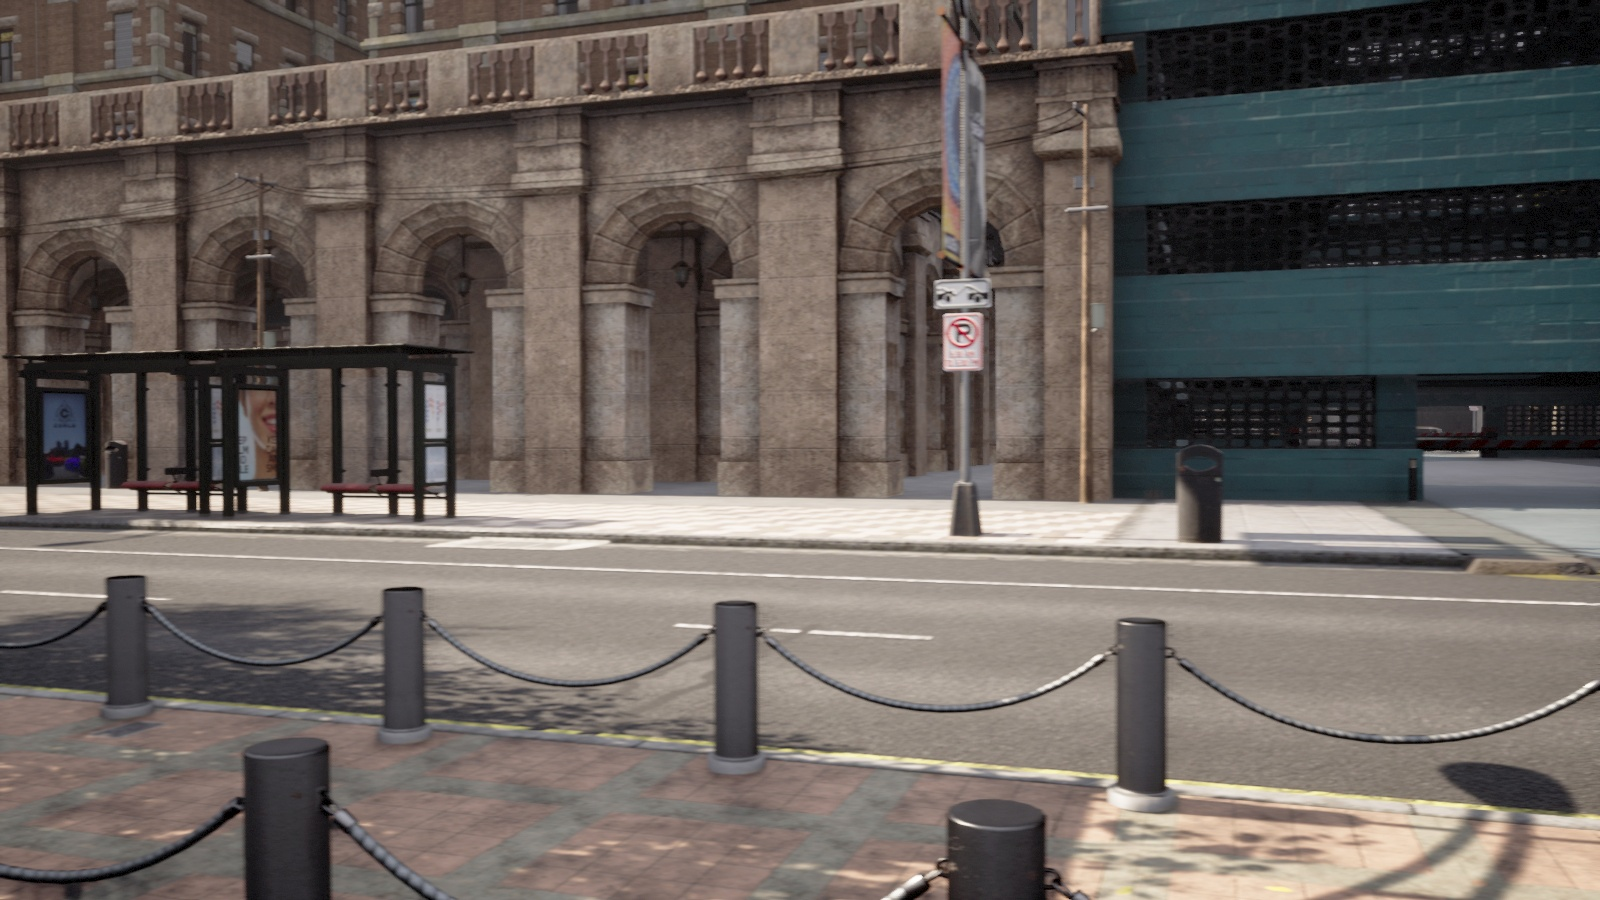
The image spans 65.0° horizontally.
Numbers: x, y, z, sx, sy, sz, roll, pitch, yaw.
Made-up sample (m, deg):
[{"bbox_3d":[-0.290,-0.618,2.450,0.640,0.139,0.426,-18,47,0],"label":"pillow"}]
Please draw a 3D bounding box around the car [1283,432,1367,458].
[{"bbox_3d":[31.583,-0.320,75.643,4.514,1.525,2.007,1,1,18],"label":"car"}]

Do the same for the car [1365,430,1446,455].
[{"bbox_3d":[40.335,-0.520,83.795,4.611,1.667,2.242,1,1,18],"label":"car"}]

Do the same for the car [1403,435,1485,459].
[{"bbox_3d":[39.332,-0.192,76.755,4.181,1.385,1.994,1,1,18],"label":"car"}]
